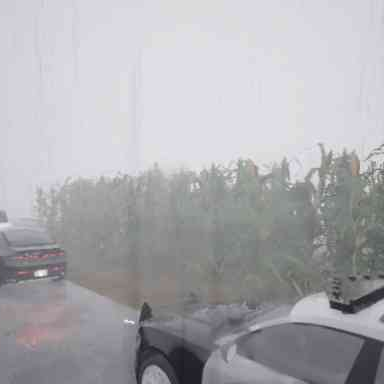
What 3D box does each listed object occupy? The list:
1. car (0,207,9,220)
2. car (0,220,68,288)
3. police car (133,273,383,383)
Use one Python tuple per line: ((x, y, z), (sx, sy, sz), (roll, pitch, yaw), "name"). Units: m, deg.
((-9.559, 1.645, 14.489), (2.150, 2.045, 5.566), (3, -3, -43), "car")
((-5.427, 1.828, 10.092), (1.837, 1.490, 4.892), (3, -3, -43), "car")
((1.357, 1.579, 2.900), (1.930, 1.638, 5.238), (3, -3, -43), "police car")
